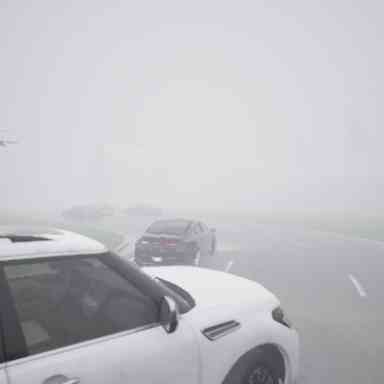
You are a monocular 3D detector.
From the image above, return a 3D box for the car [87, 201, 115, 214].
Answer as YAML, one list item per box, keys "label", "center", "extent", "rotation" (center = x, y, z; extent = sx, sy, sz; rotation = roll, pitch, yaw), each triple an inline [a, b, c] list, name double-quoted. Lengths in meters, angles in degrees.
- label: "car"
  center: [-12.041, 2.026, 43.744]
  extent: [1.837, 1.490, 4.892]
  rotation: [1, -1, -36]

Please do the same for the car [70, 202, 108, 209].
- label: "car"
  center: [-10.048, 1.905, 30.251]
  extent: [2.033, 1.411, 5.357]
  rotation: [1, -1, -42]

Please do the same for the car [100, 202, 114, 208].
- label: "car"
  center: [-10.169, 1.902, 35.672]
  extent: [1.882, 1.535, 5.008]
  rotation: [1, -1, -40]

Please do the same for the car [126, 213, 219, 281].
- label: "car"
  center: [-0.377, 1.650, 11.585]
  extent: [1.837, 1.490, 4.892]
  rotation: [2, 0, 14]

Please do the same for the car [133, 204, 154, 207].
- label: "car"
  center: [-5.187, 1.975, 35.214]
  extent: [2.033, 1.411, 5.357]
  rotation: [1, -1, -42]

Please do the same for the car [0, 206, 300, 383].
- label: "car"
  center: [-1.485, 1.255, 2.500]
  extent: [5.566, 2.045, 2.150]
  rotation: [0, 0, -40]
